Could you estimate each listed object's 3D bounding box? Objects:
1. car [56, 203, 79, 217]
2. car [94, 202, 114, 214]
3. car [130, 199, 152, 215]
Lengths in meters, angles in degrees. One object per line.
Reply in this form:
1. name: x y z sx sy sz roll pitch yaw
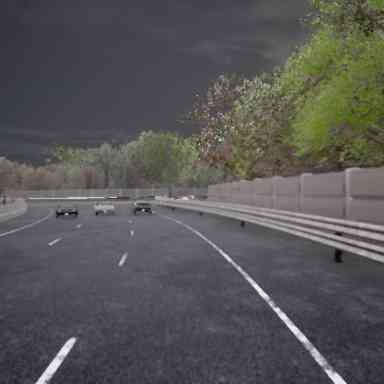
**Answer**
1. car: -11.979 1.712 32.134 1.895 1.301 4.718 -1 0 -17
2. car: -9.613 1.684 36.091 1.895 1.301 4.718 -1 0 -19
3. car: -5.453 1.544 35.354 1.837 1.490 4.892 0 0 -15
